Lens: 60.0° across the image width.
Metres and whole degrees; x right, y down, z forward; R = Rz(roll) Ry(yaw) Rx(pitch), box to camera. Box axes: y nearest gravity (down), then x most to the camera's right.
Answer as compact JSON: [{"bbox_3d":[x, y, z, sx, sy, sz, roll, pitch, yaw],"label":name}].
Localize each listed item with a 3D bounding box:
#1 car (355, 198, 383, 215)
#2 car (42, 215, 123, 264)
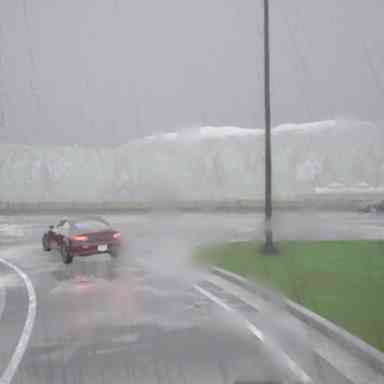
[{"bbox_3d":[17.673,1.276,30.609,4.892,1.490,1.837,-1,0,2],"label":"car"},{"bbox_3d":[-4.080,1.575,12.186,1.812,1.442,4.674,-1,0,-35],"label":"car"}]
